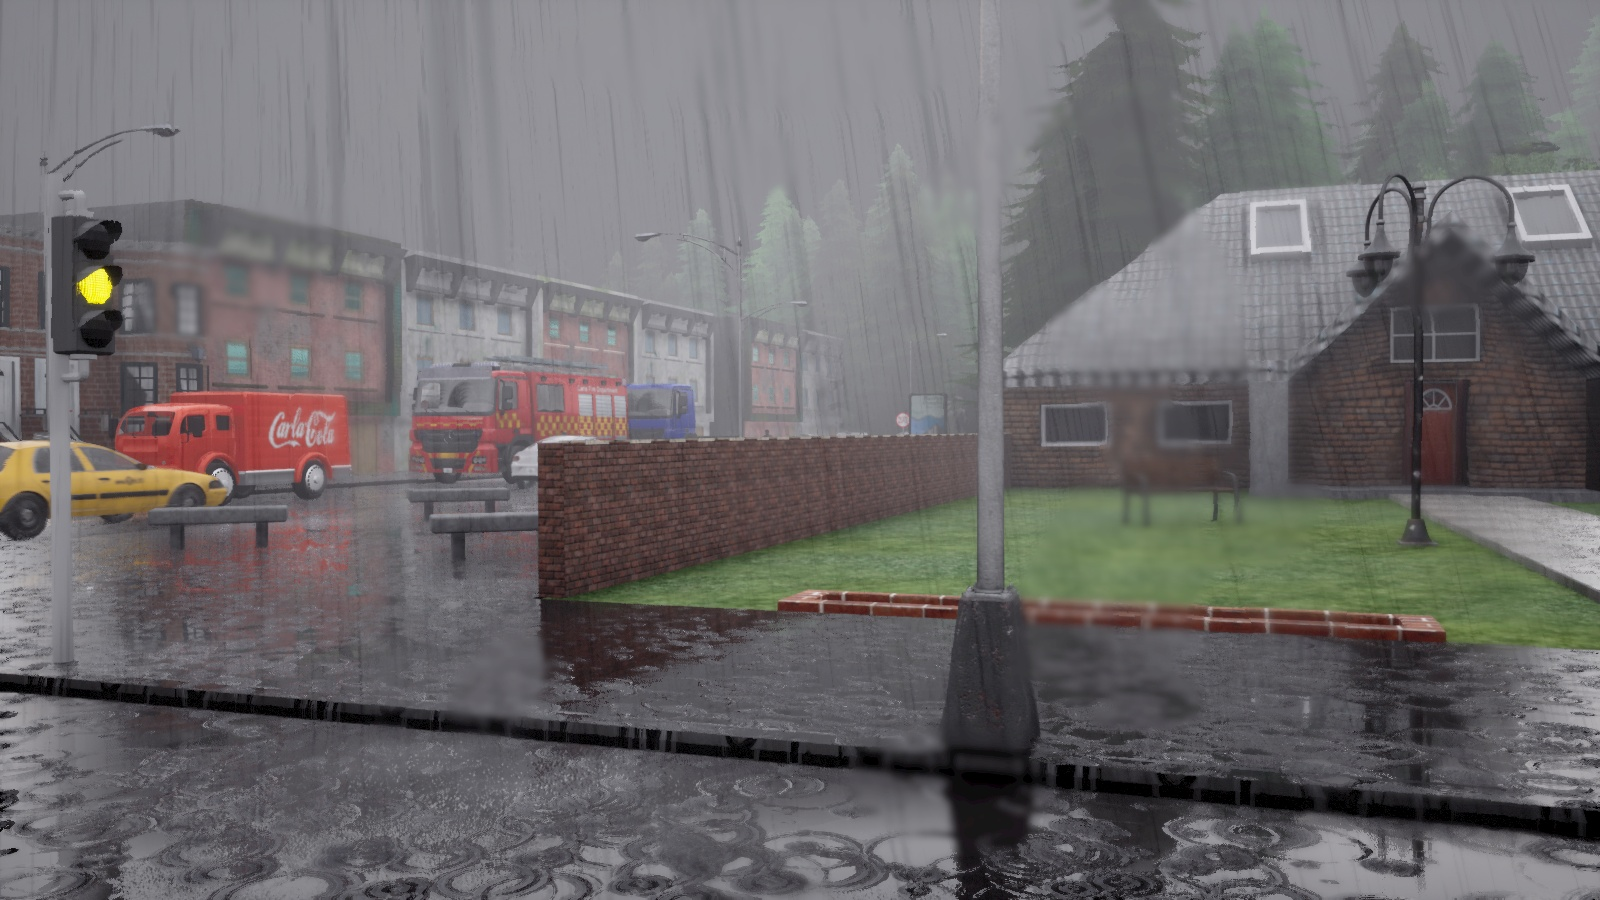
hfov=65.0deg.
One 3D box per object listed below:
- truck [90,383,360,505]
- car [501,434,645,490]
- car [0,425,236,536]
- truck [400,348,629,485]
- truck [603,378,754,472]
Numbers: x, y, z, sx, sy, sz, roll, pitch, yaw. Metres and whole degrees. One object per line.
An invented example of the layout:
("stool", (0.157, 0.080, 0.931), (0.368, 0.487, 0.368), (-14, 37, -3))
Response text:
("truck", (-12.732, -0.161, 28.262), (2.627, 2.467, 5.204), (1, 1, 20))
("car", (-6.156, 0.274, 34.703), (1.812, 1.442, 4.674), (1, 1, 20))
("car", (-11.639, 0.406, 19.733), (1.801, 1.575, 5.366), (1, 1, 21))
("truck", (-8.667, -1.003, 39.476), (2.891, 3.827, 8.468), (1, 1, 20))
("truck", (-4.694, -0.980, 50.418), (2.891, 3.462, 7.936), (1, 1, 20))
